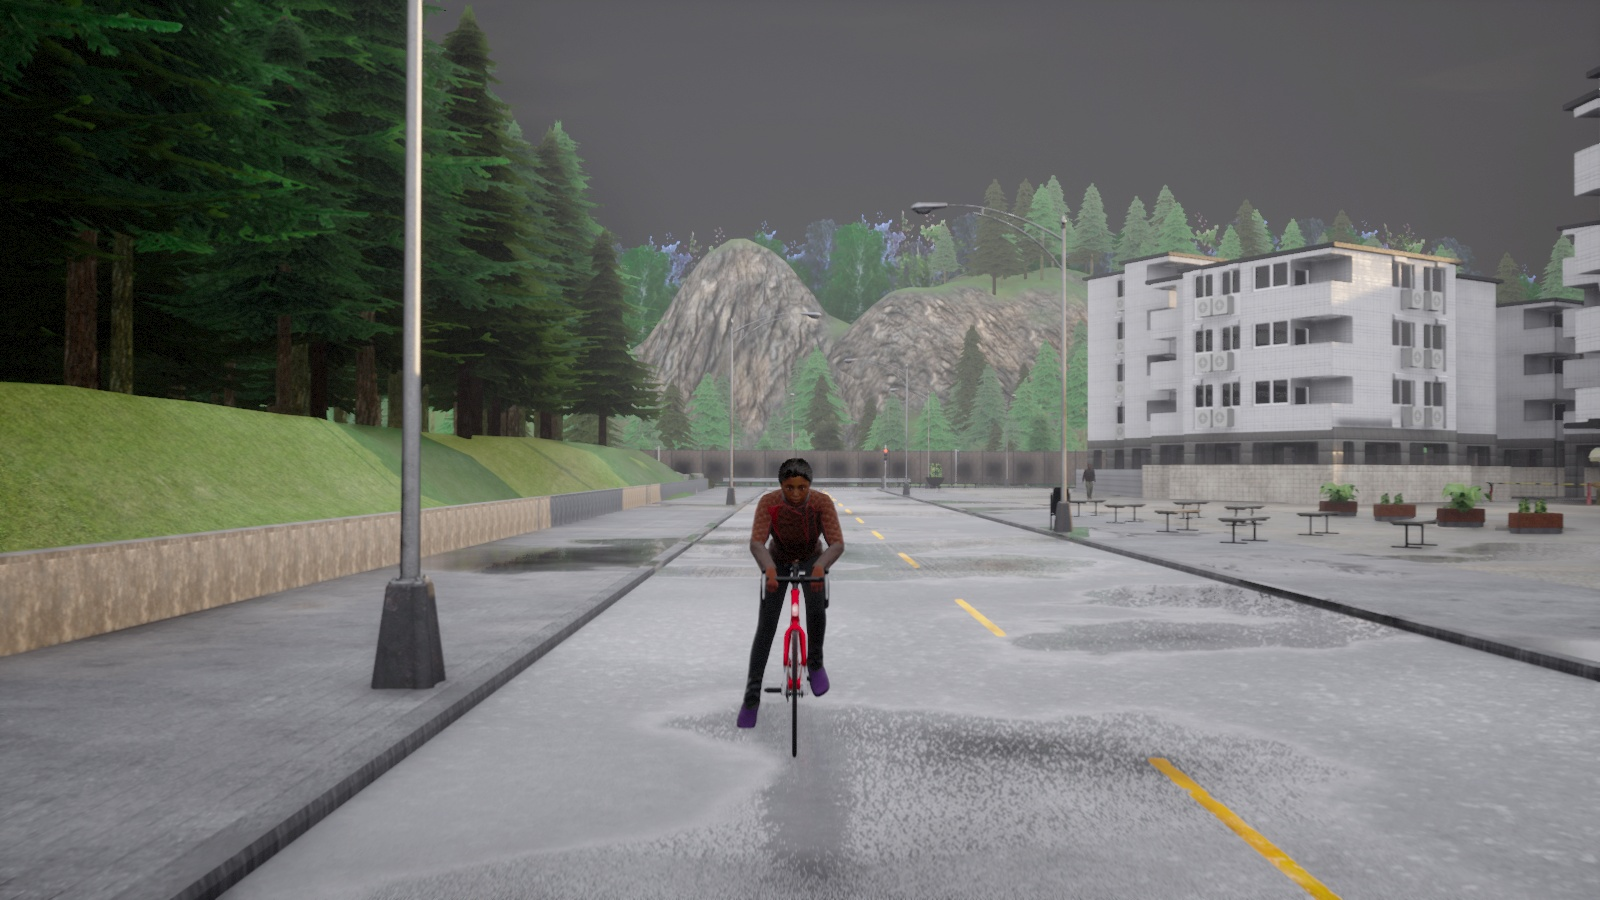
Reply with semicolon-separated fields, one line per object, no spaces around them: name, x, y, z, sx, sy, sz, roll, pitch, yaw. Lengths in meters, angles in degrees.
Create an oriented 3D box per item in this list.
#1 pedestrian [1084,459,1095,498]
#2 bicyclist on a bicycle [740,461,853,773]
pedestrian;13.860;1.372;60.187;0.431;1.840;0.703;0;-1;9
bicyclist on a bicycle;-0.021;0.876;7.367;0.582;1.620;1.656;0;-1;0
